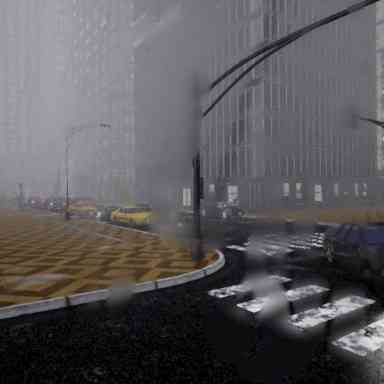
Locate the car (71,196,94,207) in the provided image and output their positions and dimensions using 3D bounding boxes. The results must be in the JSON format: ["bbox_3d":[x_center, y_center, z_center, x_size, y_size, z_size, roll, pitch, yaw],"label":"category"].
[{"bbox_3d":[-16.360,1.403,49.427,1.837,1.490,4.892,-1,1,-36],"label":"car"}]

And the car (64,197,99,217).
[{"bbox_3d":[-10.479,1.533,31.885,1.752,1.417,4.829,-1,1,-36],"label":"car"}]

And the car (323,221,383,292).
[{"bbox_3d":[5.090,1.544,9.105,2.033,1.411,5.357,0,0,8],"label":"car"}]

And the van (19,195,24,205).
[{"bbox_3d":[-26.760,1.303,54.607,1.690,1.788,3.998,-1,1,-36],"label":"van"}]

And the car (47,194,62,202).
[{"bbox_3d":[-30.100,1.256,72.742,1.967,1.590,4.097,-1,1,-36],"label":"car"}]

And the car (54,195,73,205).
[{"bbox_3d":[-22.408,1.358,57.846,1.882,1.535,5.008,-1,1,-35],"label":"car"}]

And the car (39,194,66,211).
[{"bbox_3d":[-17.022,1.429,41.076,1.967,1.590,4.097,-1,1,-36],"label":"car"}]

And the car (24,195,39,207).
[{"bbox_3d":[-23.513,1.411,50.098,1.967,1.590,4.097,-1,1,-36],"label":"car"}]

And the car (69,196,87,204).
[{"bbox_3d":[-20.362,1.389,59.212,1.887,1.381,4.507,-1,1,-36],"label":"car"}]

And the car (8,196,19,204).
[{"bbox_3d":[-33.249,1.494,63.630,2.008,1.369,4.403,-1,1,-36],"label":"car"}]

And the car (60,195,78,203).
[{"bbox_3d":[-23.608,1.385,63.722,2.008,1.369,4.403,-1,1,-36],"label":"car"}]

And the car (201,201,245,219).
[{"bbox_3d":[2.463,1.455,27.713,2.008,1.369,4.403,-1,1,-36],"label":"car"}]

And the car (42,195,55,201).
[{"bbox_3d":[-33.445,1.331,77.391,1.752,1.417,4.829,-1,1,-36],"label":"car"}]

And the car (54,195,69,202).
[{"bbox_3d":[-26.853,1.407,68.233,1.802,1.307,4.206,-1,1,-36],"label":"car"}]

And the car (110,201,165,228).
[{"bbox_3d":[-4.044,1.552,22.821,1.752,1.417,4.829,-1,1,-36],"label":"car"}]

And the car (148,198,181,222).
[{"bbox_3d":[-2.728,1.478,25.433,2.128,1.511,4.902,-1,1,-36],"label":"car"}]

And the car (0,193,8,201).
[{"bbox_3d":[-46.232,1.449,81.672,1.887,1.381,4.507,-1,1,-36],"label":"car"}]

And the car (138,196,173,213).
[{"bbox_3d":[-4.088,1.328,36.693,1.967,1.590,4.097,-1,1,-36],"label":"car"}]
